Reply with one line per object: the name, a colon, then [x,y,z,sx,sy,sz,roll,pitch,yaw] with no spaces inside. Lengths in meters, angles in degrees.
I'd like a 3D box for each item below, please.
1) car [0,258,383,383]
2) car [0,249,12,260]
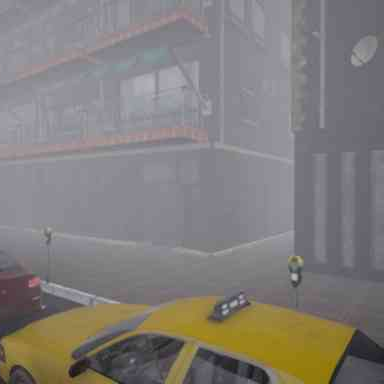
car: [0.087,1.520,2.816,4.829,1.417,1.752,0,0,36]
car: [-4.353,1.559,5.996,4.206,1.307,1.802,0,0,36]
